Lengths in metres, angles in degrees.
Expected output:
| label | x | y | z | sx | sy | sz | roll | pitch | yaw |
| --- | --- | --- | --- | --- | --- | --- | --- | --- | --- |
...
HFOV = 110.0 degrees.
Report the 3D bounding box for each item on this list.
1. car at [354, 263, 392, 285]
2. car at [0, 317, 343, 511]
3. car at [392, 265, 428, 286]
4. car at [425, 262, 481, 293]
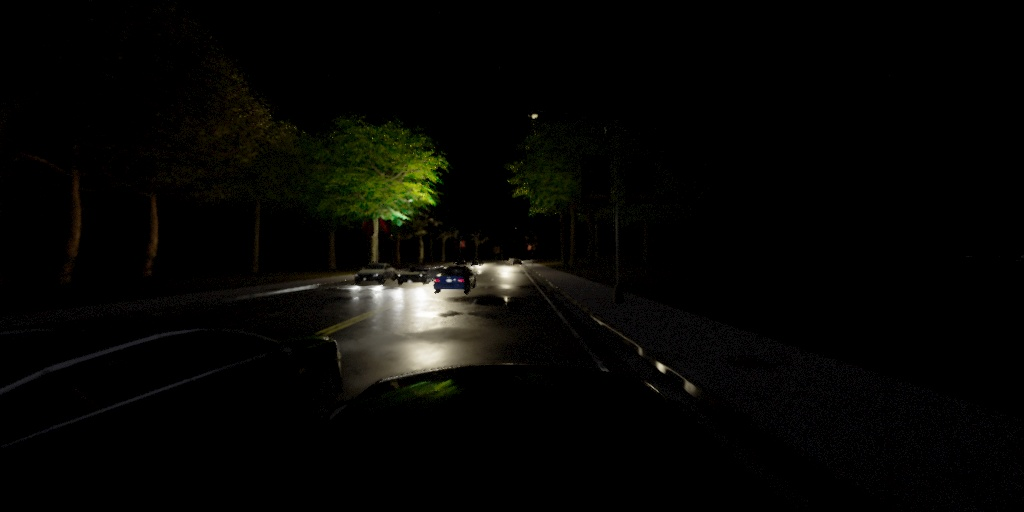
| label | x | y | z | sx | sy | sz | roll | pitch | yaw |
| --- | --- | --- | --- | --- | --- | --- | --- | --- | --- |
| car | -9.852 | 1.254 | 26.311 | 1.812 | 1.442 | 4.674 | 0 | 0 | 0 |
| car | -3.151 | 1.241 | 2.830 | 2.128 | 1.511 | 4.902 | 0 | 0 | 0 |
| car | -6.603 | 1.330 | 25.372 | 1.895 | 1.301 | 4.718 | 0 | 0 | 0 |
| car | -3.154 | 1.281 | 20.444 | 2.033 | 1.411 | 5.357 | 0 | 0 | 0 |
